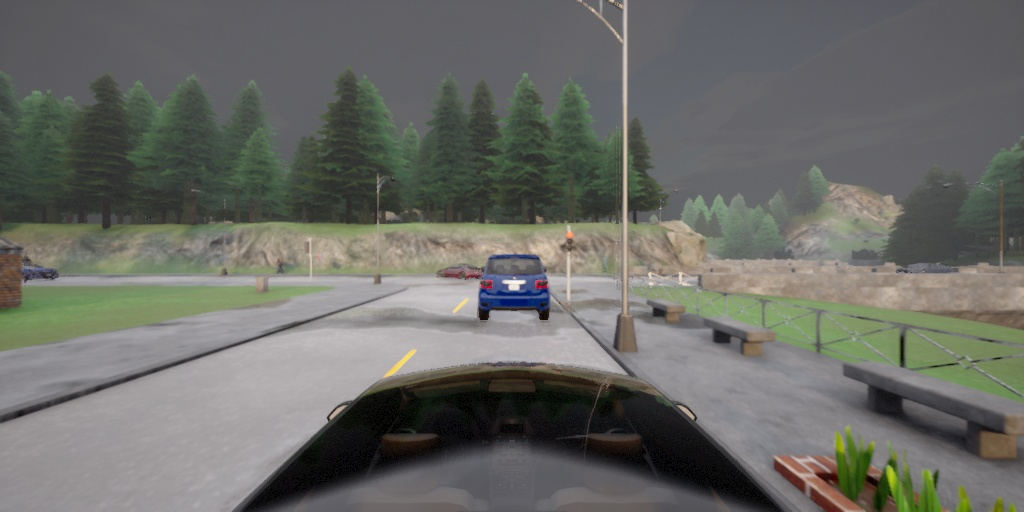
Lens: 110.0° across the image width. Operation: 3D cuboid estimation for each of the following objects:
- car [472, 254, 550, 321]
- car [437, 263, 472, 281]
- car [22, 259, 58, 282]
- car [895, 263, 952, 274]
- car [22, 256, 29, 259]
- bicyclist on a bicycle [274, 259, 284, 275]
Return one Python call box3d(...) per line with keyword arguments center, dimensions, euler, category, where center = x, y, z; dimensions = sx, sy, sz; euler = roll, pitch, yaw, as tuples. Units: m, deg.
box3d(center=(0.076, 0.966, 12.567), dimensions=(2.150, 2.045, 5.566), euler=(0, 0, 0), category="car")
box3d(center=(-4.447, 1.304, 30.400), dimensions=(4.181, 1.385, 1.994), euler=(0, 0, 40), category="car")
box3d(center=(-39.254, 1.221, 28.470), dimensions=(5.008, 1.535, 1.882), euler=(0, 0, 0), category="car")
box3d(center=(37.468, 1.300, 32.593), dimensions=(4.181, 1.385, 1.994), euler=(0, 0, 0), category="car")
box3d(center=(-47.130, 0.966, 32.605), dimensions=(5.566, 2.045, 2.150), euler=(0, 0, 1), category="car")
box3d(center=(-23.920, 1.088, 36.847), dimensions=(0.582, 1.620, 1.656), euler=(0, 0, 0), category="bicyclist on a bicycle")
